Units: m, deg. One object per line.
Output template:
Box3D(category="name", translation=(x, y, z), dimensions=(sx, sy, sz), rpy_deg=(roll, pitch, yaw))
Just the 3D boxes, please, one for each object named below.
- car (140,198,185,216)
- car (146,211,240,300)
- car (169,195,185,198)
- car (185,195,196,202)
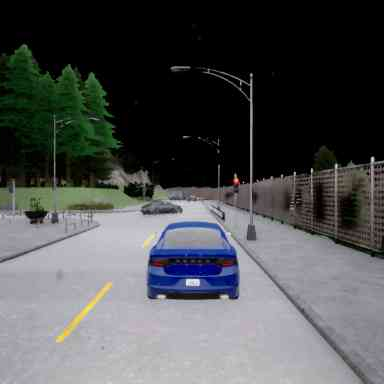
Box3D(category="car", translation=(-2.997, 1.564, 32.625), dimensions=(4.181, 1.385, 1.994), rpy_deg=(0, 0, -43))
Box3D(category="car", translation=(0.037, 1.478, 8.457), dimensions=(1.882, 1.535, 5.008), rpy_deg=(0, 0, 1))
Box3D(category="car", translation=(-3.810, 1.540, 87.951), dimensions=(5.357, 1.411, 2.033), rpy_deg=(0, 0, 40))
Box3D(category="car", translation=(0.010, 1.524, 78.552), dimensions=(1.812, 1.442, 4.674), rpy_deg=(0, 0, -4))
